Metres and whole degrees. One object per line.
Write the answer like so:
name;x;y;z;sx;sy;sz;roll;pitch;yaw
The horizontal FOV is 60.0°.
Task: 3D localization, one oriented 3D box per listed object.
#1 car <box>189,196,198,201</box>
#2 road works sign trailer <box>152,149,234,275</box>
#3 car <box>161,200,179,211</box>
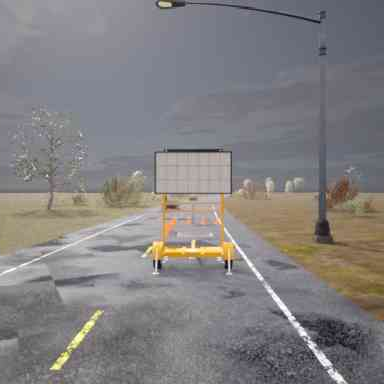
car;0.333;1.581;81.137;1.895;1.301;4.718;0;0;5
road works sign trailer;0.043;0.464;10.463;2.380;3.560;2.880;0;0;1
car;-2.646;1.595;40.473;1.895;1.301;4.718;0;0;3
